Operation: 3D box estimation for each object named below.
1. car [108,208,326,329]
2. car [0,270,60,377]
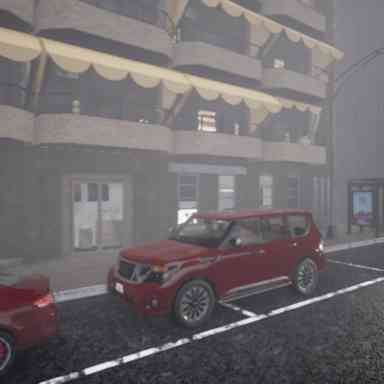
[{"bbox_3d":[0.815,1.310,7.136,5.009,1.841,2.192,0,0,-35],"label":"car"},{"bbox_3d":[-3.786,1.583,3.860,4.206,1.307,1.802,0,0,-35],"label":"car"}]
